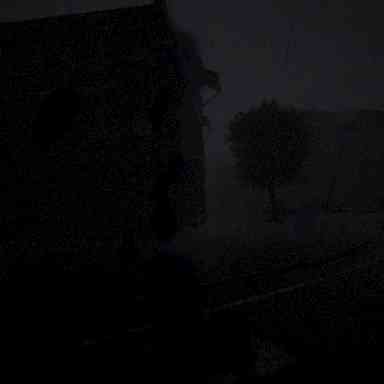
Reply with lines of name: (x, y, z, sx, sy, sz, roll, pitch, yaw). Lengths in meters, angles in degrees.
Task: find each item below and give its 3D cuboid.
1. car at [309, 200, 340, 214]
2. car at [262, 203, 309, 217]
car: (13.873, 1.627, 36.677, 2.128, 1.511, 4.902, -3, 0, -27)
car: (9.884, 2.004, 36.240, 1.895, 1.301, 4.718, -4, -1, -31)
